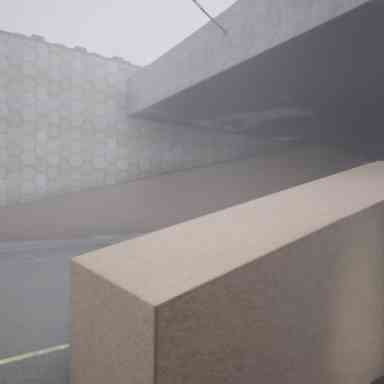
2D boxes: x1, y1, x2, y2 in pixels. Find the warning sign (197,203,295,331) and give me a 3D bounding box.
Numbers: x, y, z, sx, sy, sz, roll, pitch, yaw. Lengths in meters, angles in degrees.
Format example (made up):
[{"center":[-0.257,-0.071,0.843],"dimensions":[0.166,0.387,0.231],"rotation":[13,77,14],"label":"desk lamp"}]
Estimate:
[{"center":[0.907,1.154,5.803],"dimensions":[1.060,1.860,1.300],"rotation":[1,0,-35],"label":"warning sign"}]
